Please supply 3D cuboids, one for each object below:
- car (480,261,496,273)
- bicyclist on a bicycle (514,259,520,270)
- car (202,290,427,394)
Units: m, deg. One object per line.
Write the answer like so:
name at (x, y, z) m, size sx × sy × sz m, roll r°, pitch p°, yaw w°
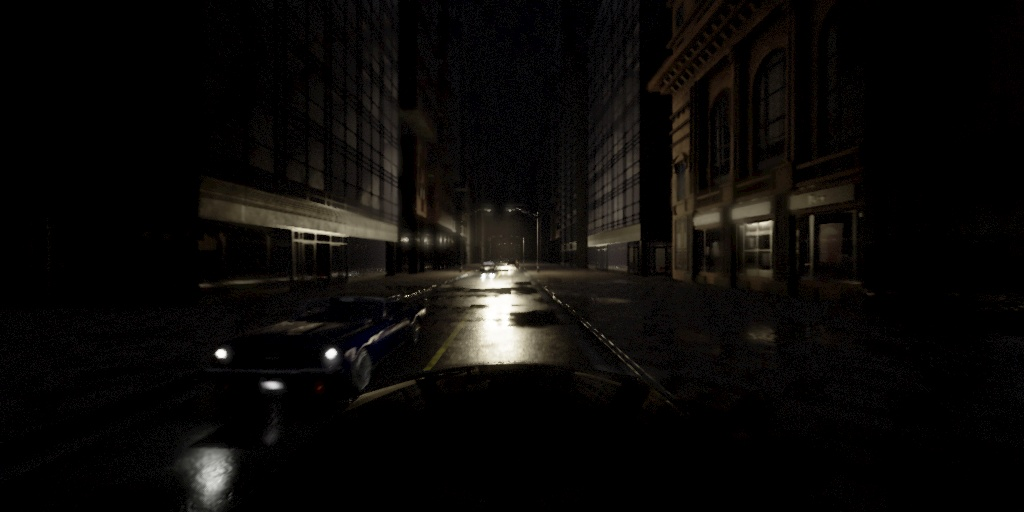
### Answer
car at (-3.077, 1.442, 46.844) m, size 2.128 × 1.511 × 4.902 m, roll 0°, pitch 0°, yaw 0°
bicyclist on a bicycle at (0.815, 1.437, 58.044) m, size 0.866 × 1.612 × 1.509 m, roll 0°, pitch 0°, yaw 0°
car at (-3.090, 1.372, 6.838) m, size 1.895 × 1.301 × 4.718 m, roll 0°, pitch 0°, yaw 0°
